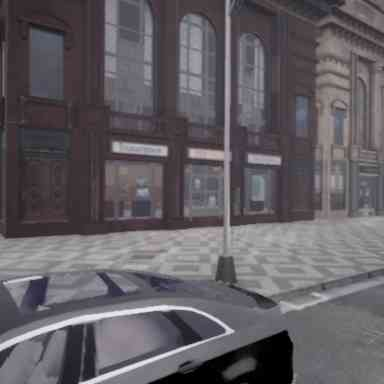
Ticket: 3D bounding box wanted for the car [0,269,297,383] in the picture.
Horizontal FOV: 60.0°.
[{"bbox_3d":[-1.282,1.475,2.497,4.902,1.511,2.128,1,0,-36],"label":"car"}]
